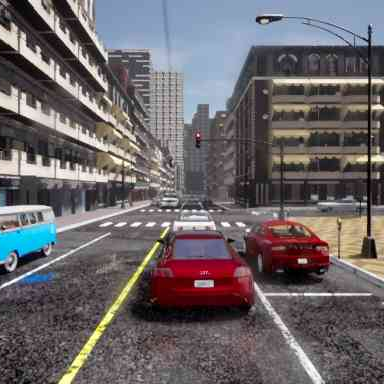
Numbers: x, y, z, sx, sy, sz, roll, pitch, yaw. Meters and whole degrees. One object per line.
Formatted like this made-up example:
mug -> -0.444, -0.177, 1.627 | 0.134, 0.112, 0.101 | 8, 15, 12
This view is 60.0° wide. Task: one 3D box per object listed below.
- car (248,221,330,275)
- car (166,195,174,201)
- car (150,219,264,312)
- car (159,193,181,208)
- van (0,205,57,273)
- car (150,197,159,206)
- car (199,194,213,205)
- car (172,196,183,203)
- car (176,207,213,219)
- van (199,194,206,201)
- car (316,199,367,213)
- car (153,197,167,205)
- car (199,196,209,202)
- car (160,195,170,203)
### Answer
car -> 2.685, 1.544, 10.308 | 1.887, 1.381, 4.507 | 0, 0, 0
car -> -5.672, 1.575, 86.784 | 1.752, 1.417, 4.829 | -1, 0, 0
car -> 0.124, 1.564, 7.796 | 1.994, 1.385, 4.181 | 0, 0, -2
car -> -3.066, 1.233, 47.375 | 2.150, 2.045, 5.566 | 0, 0, 0
van -> -5.696, 1.341, 10.311 | 1.690, 1.788, 3.998 | 0, 0, 0
car -> -5.682, 1.567, 53.787 | 2.008, 1.369, 4.403 | 0, 0, 0
car -> 2.699, 1.462, 59.307 | 1.967, 1.590, 4.097 | -1, 0, 0
car -> -2.981, 1.526, 69.244 | 2.128, 1.511, 4.902 | 0, 0, 0
car -> 0.116, 1.601, 16.596 | 1.895, 1.301, 4.718 | 0, 0, 1
van -> 2.706, 1.391, 86.946 | 1.690, 1.788, 3.998 | -1, 0, 0
car -> 15.008, 1.330, 33.294 | 4.718, 1.301, 1.895 | -1, 0, -1
car -> -5.680, 1.587, 59.314 | 1.947, 1.339, 4.313 | 0, 0, 0
car -> 2.705, 1.588, 75.891 | 2.008, 1.369, 4.403 | -1, 0, 0
car -> -5.678, 1.472, 70.371 | 1.967, 1.590, 4.097 | -1, 0, 0
